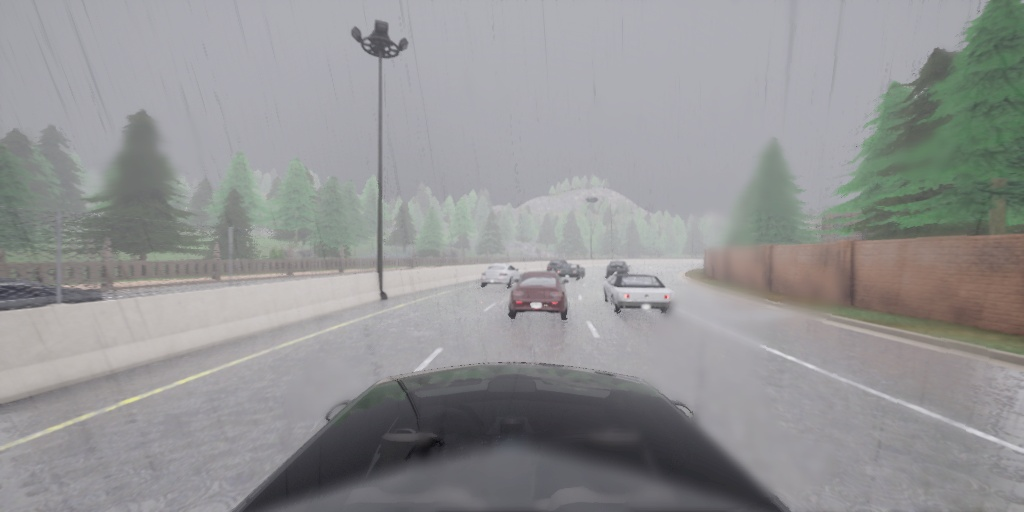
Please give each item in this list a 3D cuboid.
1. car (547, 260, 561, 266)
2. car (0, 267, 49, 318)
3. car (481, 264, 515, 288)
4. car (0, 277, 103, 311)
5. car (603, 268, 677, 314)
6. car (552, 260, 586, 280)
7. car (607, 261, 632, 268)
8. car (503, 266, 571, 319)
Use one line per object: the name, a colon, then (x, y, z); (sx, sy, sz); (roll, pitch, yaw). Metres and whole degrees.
car: (5.357, 1.158, 40.292); (1.837, 1.490, 4.892); (0, 0, 24)
car: (-17.058, 1.152, 9.872); (2.128, 1.511, 4.902); (0, 0, 5)
car: (-0.620, 1.209, 22.979); (1.812, 1.442, 4.674); (0, 0, 13)
car: (-10.307, 1.189, 6.157); (2.128, 1.511, 4.902); (0, 0, 4)
car: (4.630, 1.332, 13.715); (1.895, 1.301, 4.718); (0, 0, 8)
car: (5.011, 1.284, 30.059); (1.895, 1.301, 4.718); (0, 0, 19)
car: (9.715, 1.198, 32.658); (1.837, 1.490, 4.892); (0, 0, 21)
car: (1.009, 1.246, 12.612); (1.812, 1.442, 4.674); (0, 0, 7)
